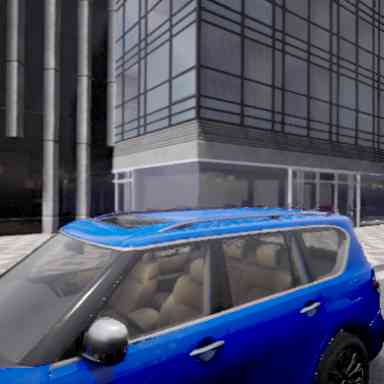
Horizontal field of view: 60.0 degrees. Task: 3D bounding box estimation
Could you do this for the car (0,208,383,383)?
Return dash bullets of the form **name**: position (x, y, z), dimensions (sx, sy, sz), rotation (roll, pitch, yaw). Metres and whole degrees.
- **car**: position (-0.414, 1.223, 3.080), dimensions (5.566, 2.045, 2.150), rotation (0, 0, -36)
